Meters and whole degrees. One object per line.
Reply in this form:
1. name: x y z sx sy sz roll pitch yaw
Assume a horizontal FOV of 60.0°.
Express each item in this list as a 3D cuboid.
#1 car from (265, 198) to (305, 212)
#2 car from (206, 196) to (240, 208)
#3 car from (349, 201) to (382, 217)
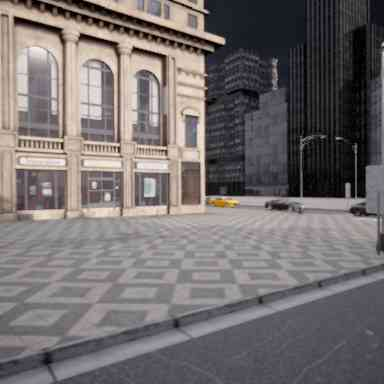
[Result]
1. car: 10.255 1.435 36.910 2.128 1.511 4.902 -1 0 -34
2. car: 4.481 1.392 45.463 1.882 1.535 5.008 -1 0 -34
3. car: 15.922 1.497 28.561 1.812 1.442 4.674 -1 0 -34
